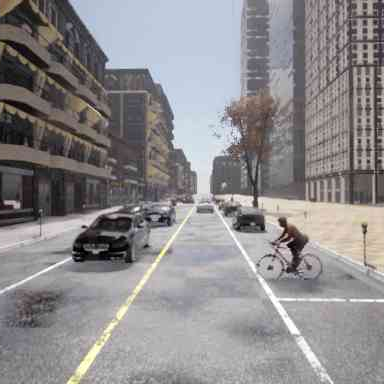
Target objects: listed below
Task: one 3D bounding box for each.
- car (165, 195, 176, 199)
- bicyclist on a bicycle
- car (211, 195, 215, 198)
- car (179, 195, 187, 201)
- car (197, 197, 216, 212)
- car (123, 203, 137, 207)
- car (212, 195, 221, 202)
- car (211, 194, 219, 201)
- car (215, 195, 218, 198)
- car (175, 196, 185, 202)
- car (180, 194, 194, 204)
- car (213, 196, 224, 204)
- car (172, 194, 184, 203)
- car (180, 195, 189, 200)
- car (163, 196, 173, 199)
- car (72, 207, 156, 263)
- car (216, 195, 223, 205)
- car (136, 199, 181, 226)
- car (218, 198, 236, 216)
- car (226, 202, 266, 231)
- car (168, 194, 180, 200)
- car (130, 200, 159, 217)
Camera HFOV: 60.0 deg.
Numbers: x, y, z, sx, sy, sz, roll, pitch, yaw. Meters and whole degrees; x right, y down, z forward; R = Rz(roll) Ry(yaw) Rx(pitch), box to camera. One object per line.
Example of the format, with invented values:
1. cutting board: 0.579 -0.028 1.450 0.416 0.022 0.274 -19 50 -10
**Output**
1. car: -3.842 1.535 48.588 1.752 1.417 4.829 1 0 2
2. bicyclist on a bicycle: 2.447 1.442 8.364 1.656 1.620 0.582 -1 0 2
3. car: 2.022 1.559 50.743 2.033 1.411 5.357 0 0 3
4. car: -2.316 1.596 87.716 1.947 1.339 4.313 1 0 2
5. car: 1.549 1.607 38.631 1.895 1.301 4.718 0 0 2
6. car: -4.705 1.569 26.497 1.947 1.339 4.313 1 0 2
7. car: 5.625 1.464 76.257 1.967 1.590 4.097 1 0 2
8. car: 6.060 1.471 87.389 1.967 1.590 4.097 1 0 2
9. car: 4.972 1.566 59.562 2.008 1.369 4.403 1 0 2
10. car: -2.750 1.568 76.585 1.887 1.381 4.507 1 0 2
11. car: -0.649 1.369 63.228 2.097 1.767 4.553 0 0 3
12. car: 5.189 1.569 65.126 2.008 1.369 4.403 1 0 2
13. car: -2.964 1.336 71.020 2.192 1.841 5.009 1 0 2
14. car: -2.099 1.585 93.282 2.008 1.369 4.403 1 0 2
15. car: -4.053 1.574 43.194 1.947 1.339 4.313 1 0 2
16. car: -2.688 1.507 12.021 1.837 1.490 4.892 0 0 2
17. car: 4.328 1.534 43.036 1.752 1.417 4.829 1 0 2
18. car: -2.228 1.495 23.531 2.128 1.511 4.902 0 0 2
19. car: 3.886 1.556 31.734 2.008 1.369 4.403 1 0 2
20. car: 3.452 1.553 20.603 2.008 1.369 4.403 1 0 2
21. car: -3.615 1.327 54.325 2.192 1.841 5.009 1 0 2
22. car: -4.488 1.555 32.062 2.008 1.369 4.403 1 0 2
